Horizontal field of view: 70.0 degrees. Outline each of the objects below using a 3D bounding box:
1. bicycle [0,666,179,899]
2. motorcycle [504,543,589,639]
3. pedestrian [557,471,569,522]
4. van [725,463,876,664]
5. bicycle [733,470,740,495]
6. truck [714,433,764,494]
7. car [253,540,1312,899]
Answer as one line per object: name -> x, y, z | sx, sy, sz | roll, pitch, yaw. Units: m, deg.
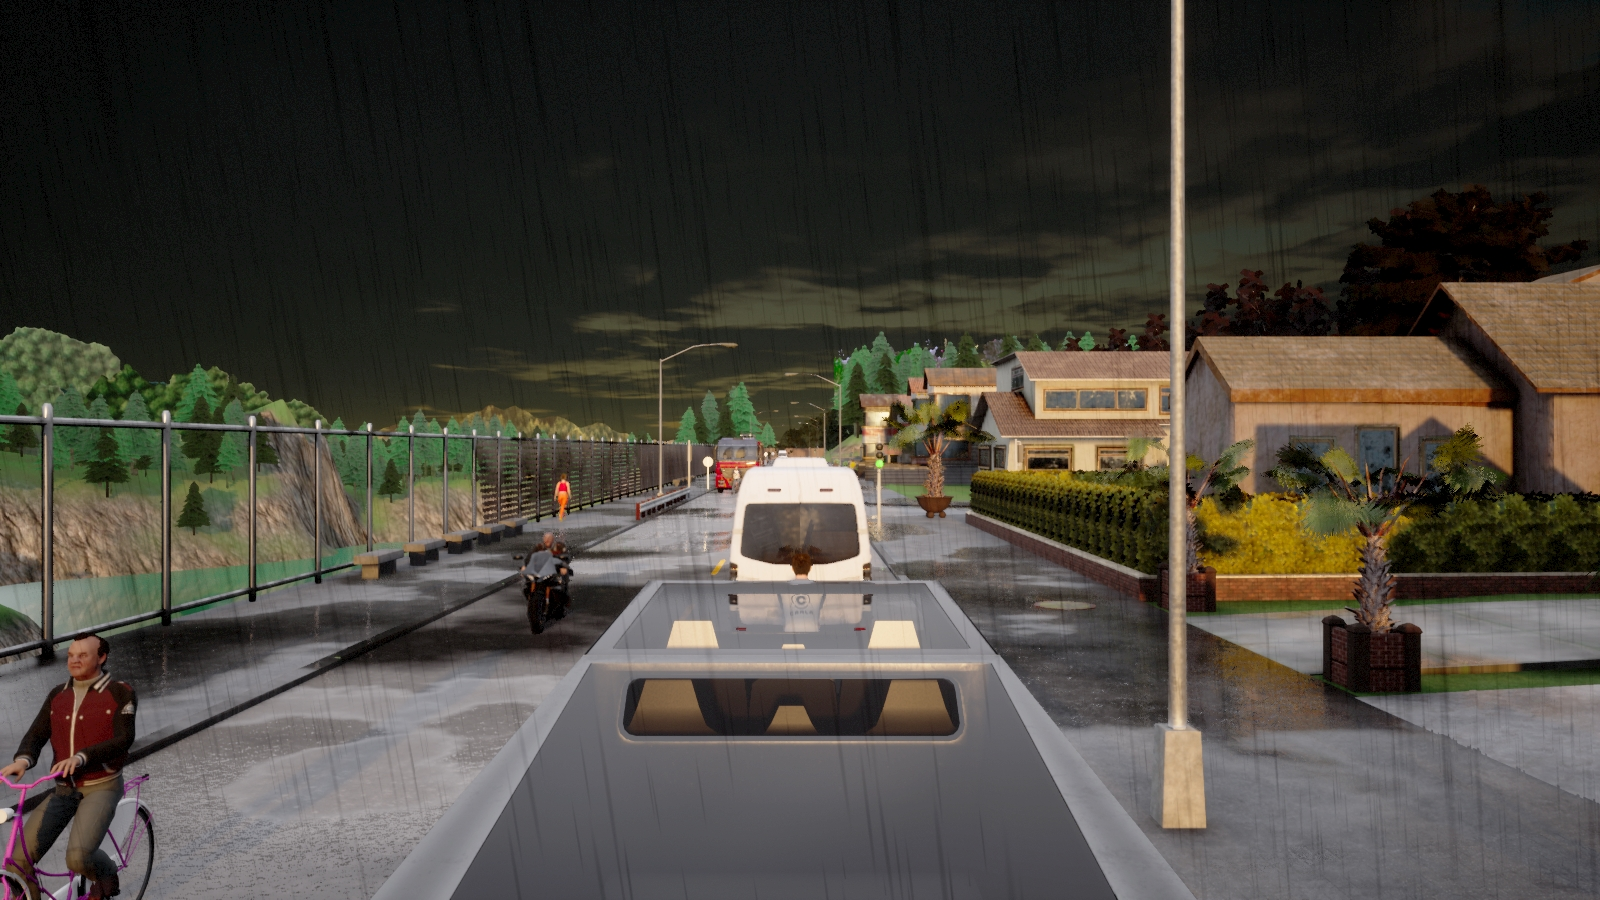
bicycle -> -3.984, 2.057, 6.099 | 0.329, 1.471, 1.835 | 0, 0, 0
motorcycle -> -3.994, 2.198, 18.191 | 0.867, 1.251, 2.209 | 0, 0, 0
pedestrian -> -8.783, 1.728, 42.345 | 0.375, 1.860, 0.375 | 0, 0, 1
van -> 0.010, 1.528, 18.025 | 1.988, 2.561, 5.915 | 0, 0, 0
bicycle -> -3.969, 2.028, 71.192 | 0.373, 1.496, 1.643 | 0, 0, 0
truck -> -3.968, 0.861, 76.479 | 2.891, 3.827, 8.468 | 0, 0, 0
car -> -0.034, 1.751, 5.716 | 2.390, 2.098, 6.274 | 0, 0, 0
